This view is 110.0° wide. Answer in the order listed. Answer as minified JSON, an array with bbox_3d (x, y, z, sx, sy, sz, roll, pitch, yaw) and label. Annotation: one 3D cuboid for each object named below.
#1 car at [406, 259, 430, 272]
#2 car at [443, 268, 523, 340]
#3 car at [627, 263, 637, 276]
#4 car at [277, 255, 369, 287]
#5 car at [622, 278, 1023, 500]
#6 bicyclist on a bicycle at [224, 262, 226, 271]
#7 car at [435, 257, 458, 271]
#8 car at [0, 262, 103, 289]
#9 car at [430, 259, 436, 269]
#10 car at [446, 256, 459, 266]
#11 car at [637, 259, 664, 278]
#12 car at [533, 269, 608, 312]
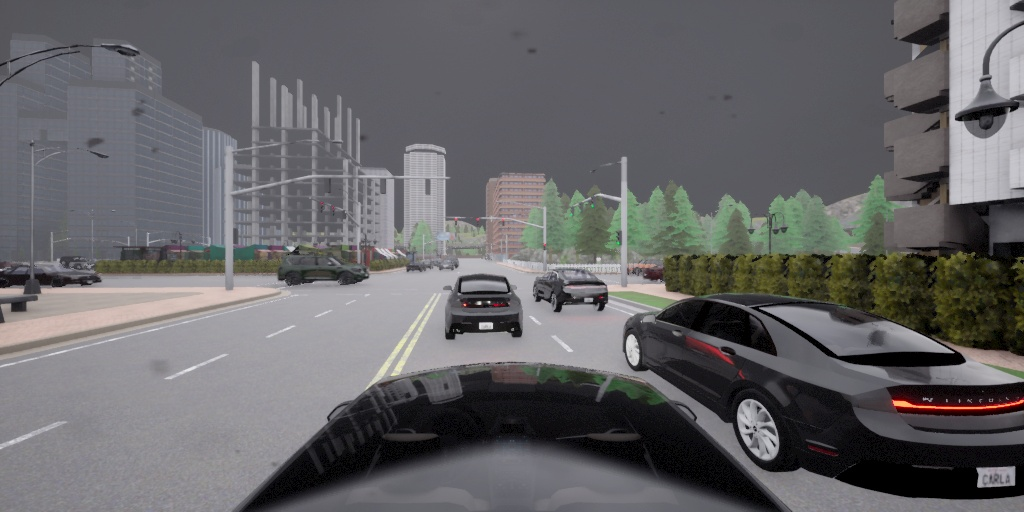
[{"bbox_3d":[-12.223,1.351,46.082,1.895,1.301,4.718,0,0,-4],"label":"car"},{"bbox_3d":[-0.863,1.255,10.100,1.837,1.490,4.892,0,0,-7],"label":"car"},{"bbox_3d":[14.035,1.102,37.519,4.553,1.767,2.097,0,0,-5],"label":"car"},{"bbox_3d":[-12.774,0.973,24.399,5.566,2.045,2.150,0,0,-5],"label":"car"},{"bbox_3d":[3.110,1.255,4.857,1.837,1.490,4.892,0,0,-4],"label":"car"},{"bbox_3d":[-29.539,1.011,37.401,0.582,1.620,1.656,0,5,-5],"label":"bicyclist on a bicycle"},{"bbox_3d":[-9.090,1.241,50.069,2.128,1.511,4.902,0,0,-7],"label":"car"},{"bbox_3d":[-29.853,1.298,22.888,5.357,1.411,2.033,0,0,-5],"label":"car"},{"bbox_3d":[-13.204,1.255,55.320,1.837,1.490,4.892,0,0,-6],"label":"car"},{"bbox_3d":[-10.191,0.971,59.869,2.150,2.045,5.566,0,0,-6],"label":"car"},{"bbox_3d":[12.276,1.227,26.623,5.008,1.535,1.882,0,0,-5],"label":"car"},{"bbox_3d":[2.132,1.242,14.218,2.128,1.511,4.902,0,0,-9],"label":"car"}]
